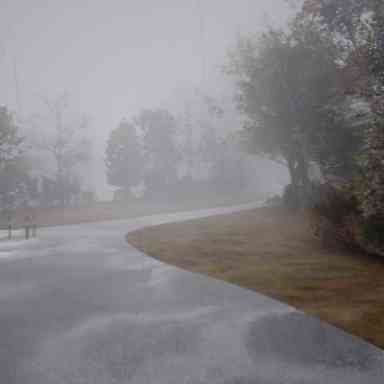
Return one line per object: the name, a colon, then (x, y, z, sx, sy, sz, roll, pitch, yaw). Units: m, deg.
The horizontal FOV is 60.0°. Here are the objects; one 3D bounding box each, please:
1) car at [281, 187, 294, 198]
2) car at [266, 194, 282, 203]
car: (21.029, 0.165, 73.302, 2.150, 2.045, 5.566, -1, 3, 21)
car: (14.162, 1.114, 57.824, 1.812, 1.442, 4.674, -2, 1, 26)
